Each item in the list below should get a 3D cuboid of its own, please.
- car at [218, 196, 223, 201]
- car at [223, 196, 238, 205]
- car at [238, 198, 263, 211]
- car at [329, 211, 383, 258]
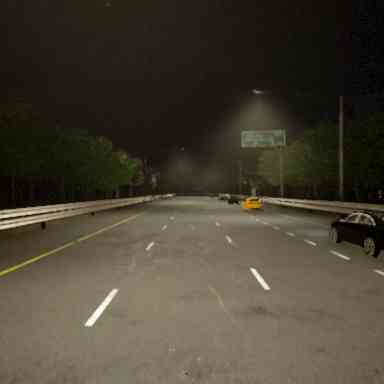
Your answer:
[{"bbox_3d":[7.228,1.532,80.162,1.895,1.301,4.718,0,0,0],"label":"car"},{"bbox_3d":[7.148,1.503,58.931,1.837,1.490,4.892,0,0,0],"label":"car"},{"bbox_3d":[7.076,1.475,39.523,1.882,1.535,5.008,0,0,0],"label":"car"},{"bbox_3d":[7.006,1.492,12.848,2.128,1.511,4.902,0,0,0],"label":"car"}]
